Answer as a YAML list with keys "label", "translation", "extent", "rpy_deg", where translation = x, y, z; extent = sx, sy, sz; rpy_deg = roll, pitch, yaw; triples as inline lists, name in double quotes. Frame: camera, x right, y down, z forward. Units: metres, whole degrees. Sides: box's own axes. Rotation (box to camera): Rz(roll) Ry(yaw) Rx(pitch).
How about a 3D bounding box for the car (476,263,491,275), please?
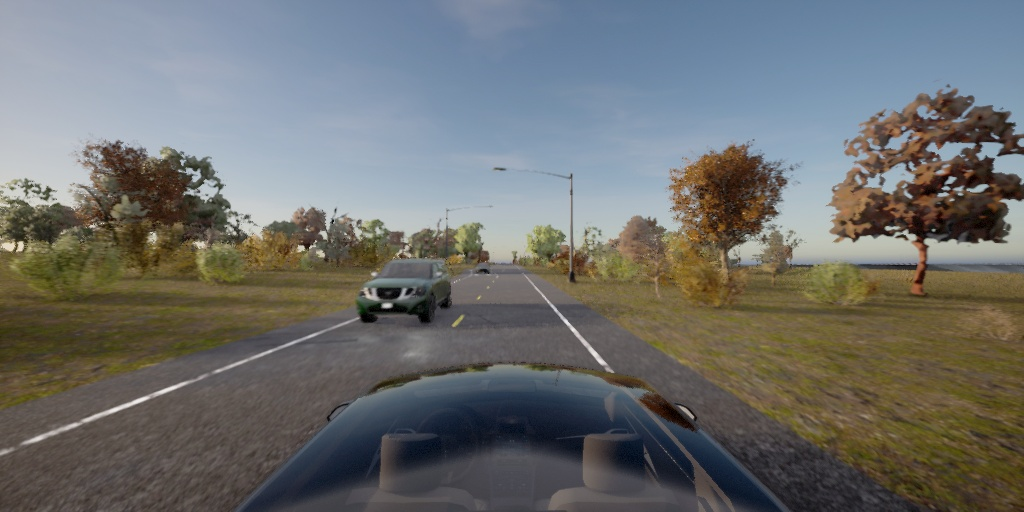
- label: "car"
  translation: [-4.232, 1.762, 52.353]
  extent: [2.097, 1.767, 4.553]
  rpy_deg: [0, -1, -5]

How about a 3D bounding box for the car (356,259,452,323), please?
- label: "car"
  translation: [-3.604, 1.116, 13.117]
  extent: [2.150, 2.045, 5.566]
  rpy_deg: [0, -1, 0]
